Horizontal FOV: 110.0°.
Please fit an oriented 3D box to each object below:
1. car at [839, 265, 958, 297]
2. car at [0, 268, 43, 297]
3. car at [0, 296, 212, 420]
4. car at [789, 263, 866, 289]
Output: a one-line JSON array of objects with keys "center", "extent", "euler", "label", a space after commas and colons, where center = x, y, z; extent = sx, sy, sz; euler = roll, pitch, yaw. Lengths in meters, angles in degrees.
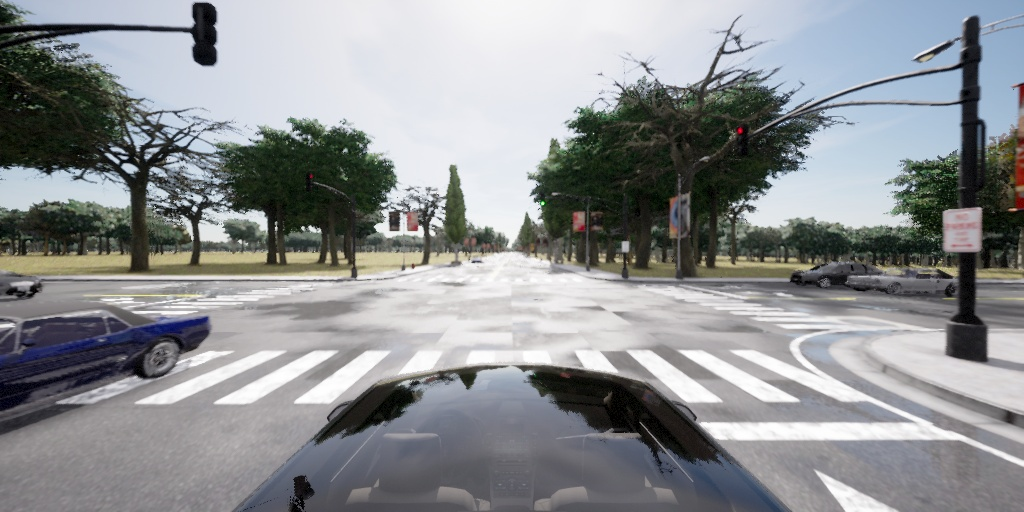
[{"center": [19.757, 1.275, 17.993], "extent": [4.718, 1.301, 1.895], "euler": [0, 1, 0], "label": "car"}, {"center": [-21.855, 1.030, 14.231], "extent": [4.902, 1.511, 2.128], "euler": [0, 1, -1], "label": "car"}, {"center": [-6.498, 1.326, 4.380], "extent": [1.895, 1.301, 4.718], "euler": [0, 1, 0], "label": "car"}, {"center": [19.229, 1.135, 21.238], "extent": [4.892, 1.490, 1.837], "euler": [0, 1, 0], "label": "car"}]
